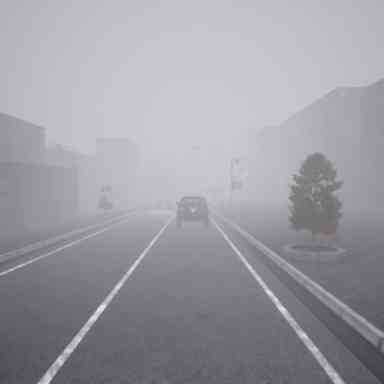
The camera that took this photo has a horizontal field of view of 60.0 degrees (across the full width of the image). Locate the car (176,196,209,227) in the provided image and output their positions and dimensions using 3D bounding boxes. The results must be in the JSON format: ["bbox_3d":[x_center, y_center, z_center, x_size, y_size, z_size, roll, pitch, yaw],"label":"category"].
[{"bbox_3d":[0.045,1.273,23.638,2.150,2.045,5.566,0,0,0],"label":"car"}]

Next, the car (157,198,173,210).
[{"bbox_3d":[-3.613,1.619,45.070,2.128,1.511,4.902,0,0,0],"label":"car"}]

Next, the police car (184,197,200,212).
[{"bbox_3d":[-0.051,1.538,42.305,1.930,1.638,5.238,0,0,0],"label":"police car"}]
